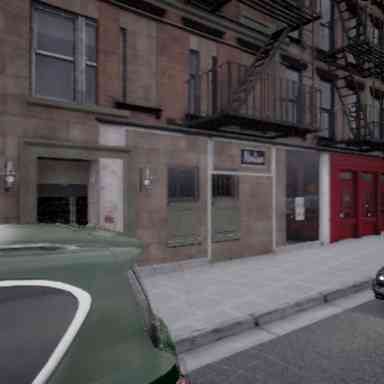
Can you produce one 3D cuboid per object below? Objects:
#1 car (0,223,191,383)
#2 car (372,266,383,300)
[{"bbox_3d":[-2.544,1.237,0.931,5.566,2.045,2.150,0,0,-36],"label":"car"},{"bbox_3d":[5.998,1.508,7.095,5.357,1.411,2.033,0,0,-36],"label":"car"}]
